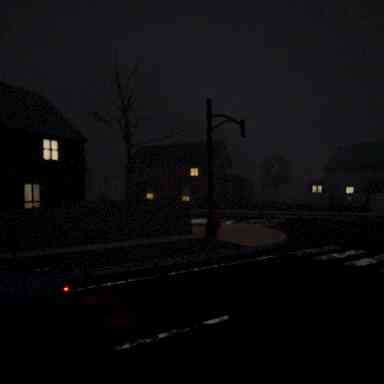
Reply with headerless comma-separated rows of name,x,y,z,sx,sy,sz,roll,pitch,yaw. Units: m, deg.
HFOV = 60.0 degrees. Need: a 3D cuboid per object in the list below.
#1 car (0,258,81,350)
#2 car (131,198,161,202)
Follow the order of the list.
car,-4.401,1.575,4.512,5.357,1.411,2.033,-1,0,-33
car,-3.037,1.248,23.890,4.892,1.490,1.837,0,1,24
